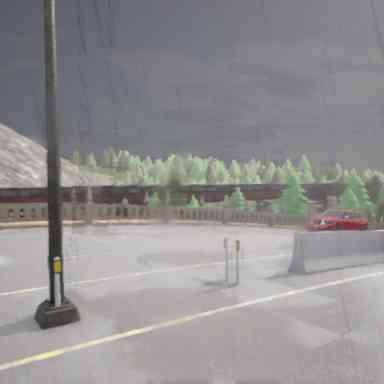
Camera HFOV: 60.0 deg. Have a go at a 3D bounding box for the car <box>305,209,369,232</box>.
[{"bbox_3d":[10.804,2.289,24.517,5.566,2.045,2.150,7,-4,-35],"label":"car"}]
